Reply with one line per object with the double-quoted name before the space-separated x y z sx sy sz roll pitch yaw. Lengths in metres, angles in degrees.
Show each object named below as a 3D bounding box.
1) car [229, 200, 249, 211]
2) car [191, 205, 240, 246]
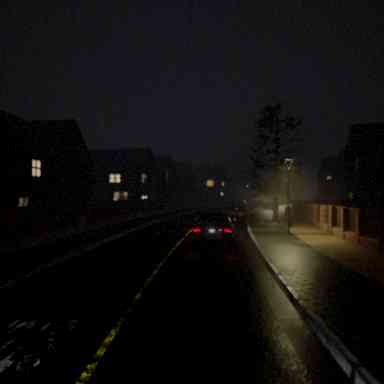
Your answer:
"car" 5.752 1.602 40.402 1.895 1.301 4.718 0 0 17
"car" 1.053 1.559 15.386 2.033 1.411 5.357 0 0 6
